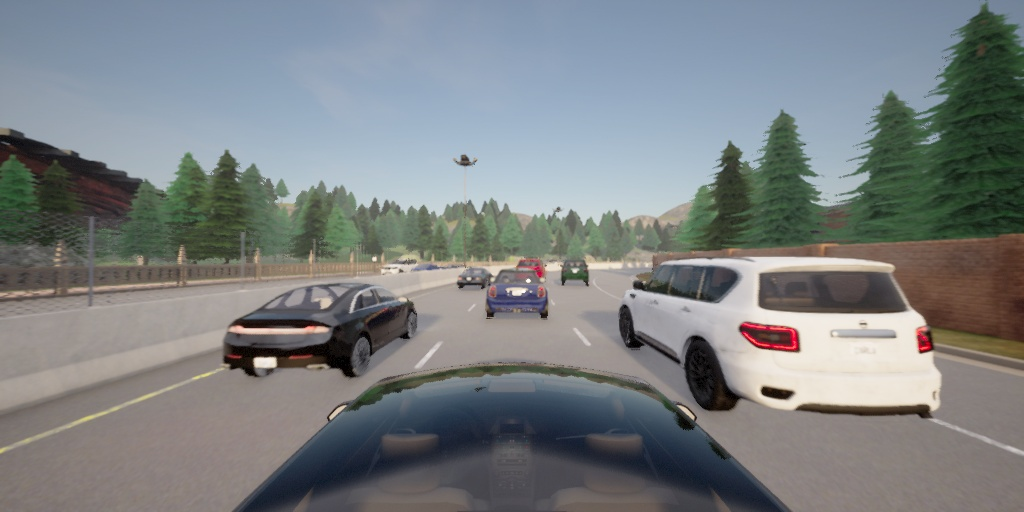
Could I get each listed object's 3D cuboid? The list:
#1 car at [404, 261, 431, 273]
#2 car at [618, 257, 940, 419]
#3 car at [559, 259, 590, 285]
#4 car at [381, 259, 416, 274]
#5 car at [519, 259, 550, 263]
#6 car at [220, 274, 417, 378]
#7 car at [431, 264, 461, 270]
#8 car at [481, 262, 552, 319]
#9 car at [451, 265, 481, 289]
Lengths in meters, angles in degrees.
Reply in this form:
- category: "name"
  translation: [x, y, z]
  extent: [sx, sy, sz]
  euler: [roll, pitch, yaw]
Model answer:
- category: "car"
  translation: [-10.070, 1.628, 41.843]
  extent: [1.882, 1.535, 5.008]
  euler: [0, -1, 16]
- category: "car"
  translation: [3.586, 1.034, 6.291]
  extent: [2.150, 2.045, 5.566]
  euler: [0, 0, 1]
- category: "car"
  translation: [5.190, 1.284, 29.563]
  extent: [2.150, 2.045, 5.566]
  euler: [0, -1, 10]
- category: "car"
  translation: [-13.342, 1.377, 43.159]
  extent: [2.150, 2.045, 5.566]
  euler: [0, -1, 16]
- category: "car"
  translation: [1.635, 1.273, 29.494]
  extent: [2.150, 2.045, 5.566]
  euler: [0, -1, 9]
- category: "car"
  translation: [-3.402, 1.294, 7.420]
  extent: [2.128, 1.511, 4.902]
  euler: [0, 0, 1]
- category: "car"
  translation: [-6.748, 1.641, 40.738]
  extent: [2.128, 1.511, 4.902]
  euler: [0, -1, 16]
- category: "car"
  translation: [0.211, 1.232, 13.683]
  extent: [2.097, 1.767, 4.553]
  euler: [0, 0, 1]
- category: "car"
  translation: [-2.482, 1.546, 25.585]
  extent: [2.033, 1.411, 5.357]
  euler: [0, -1, 7]
